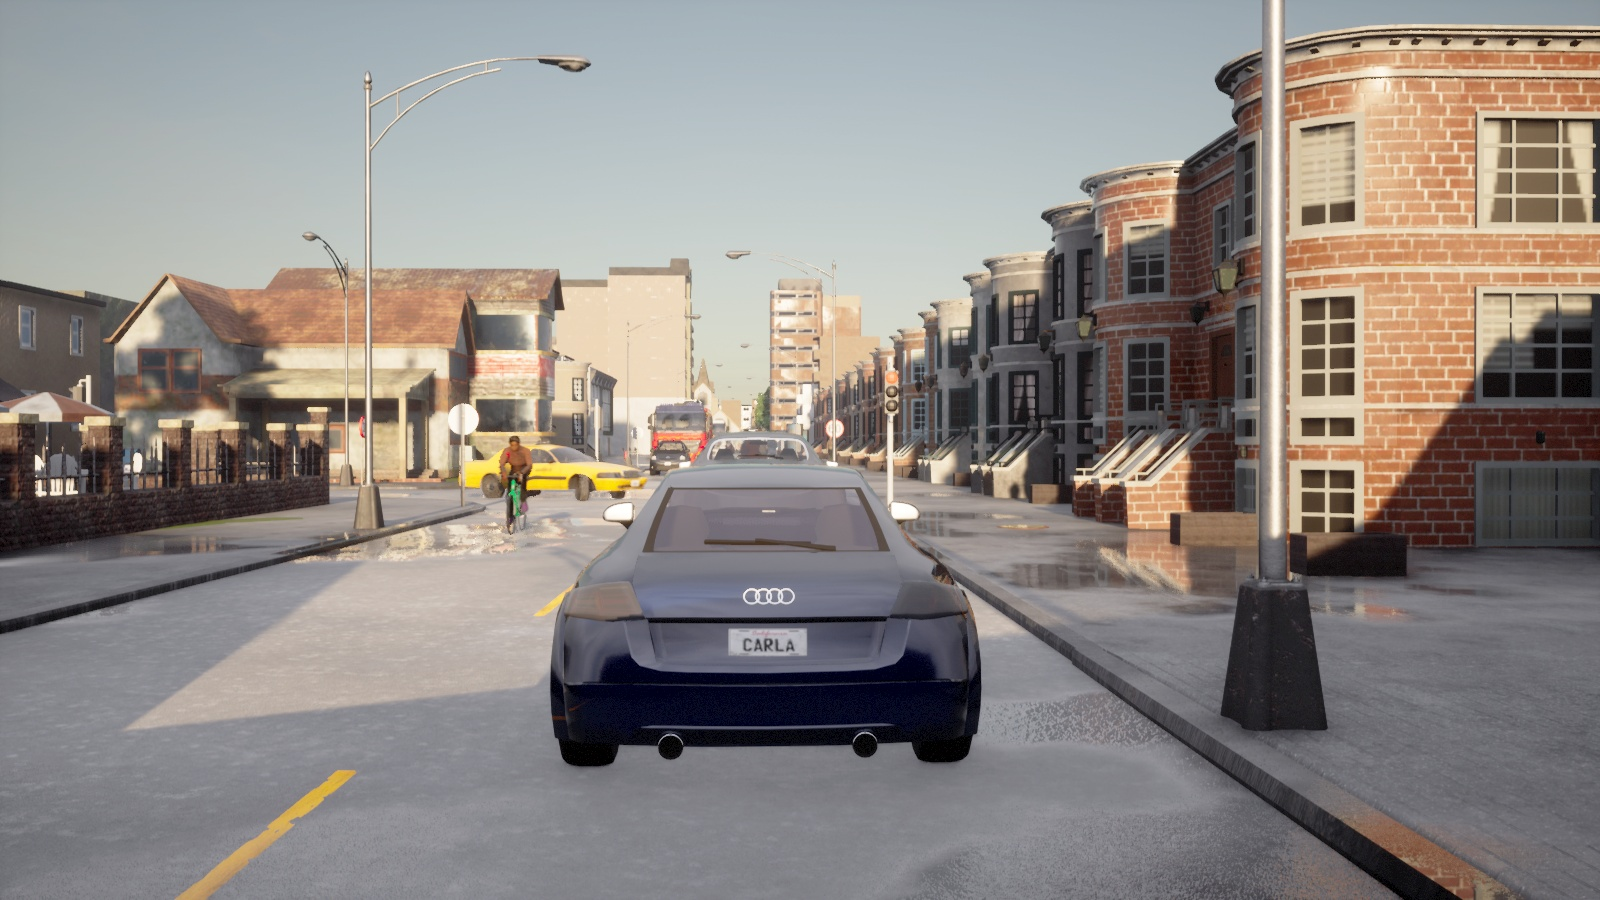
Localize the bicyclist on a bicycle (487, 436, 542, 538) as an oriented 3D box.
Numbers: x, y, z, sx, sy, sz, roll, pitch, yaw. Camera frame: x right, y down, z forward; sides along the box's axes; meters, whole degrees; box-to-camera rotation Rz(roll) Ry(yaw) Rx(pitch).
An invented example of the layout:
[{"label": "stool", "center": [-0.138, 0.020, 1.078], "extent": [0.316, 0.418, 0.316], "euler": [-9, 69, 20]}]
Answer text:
[{"label": "bicyclist on a bicycle", "center": [-4.712, 0.576, 20.804], "extent": [0.582, 1.620, 1.656], "euler": [0, 1, -2]}]

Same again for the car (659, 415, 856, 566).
[{"label": "car", "center": [-0.538, 0.431, 16.299], "extent": [2.152, 1.651, 5.027], "euler": [0, 0, -2]}]

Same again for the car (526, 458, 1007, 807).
[{"label": "car", "center": [-0.217, 0.768, 7.301], "extent": [1.994, 1.385, 4.181], "euler": [0, 0, -2]}]

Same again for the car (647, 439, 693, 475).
[{"label": "car", "center": [-5.971, 0.307, 58.107], "extent": [1.851, 1.617, 3.988], "euler": [0, 0, -2]}]

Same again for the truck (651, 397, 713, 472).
[{"label": "truck", "center": [-6.322, -0.815, 68.437], "extent": [2.891, 3.827, 8.468], "euler": [0, 0, -2]}]

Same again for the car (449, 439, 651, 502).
[{"label": "car", "center": [-6.722, 0.488, 33.561], "extent": [5.366, 1.575, 1.801], "euler": [0, 1, 28]}]
